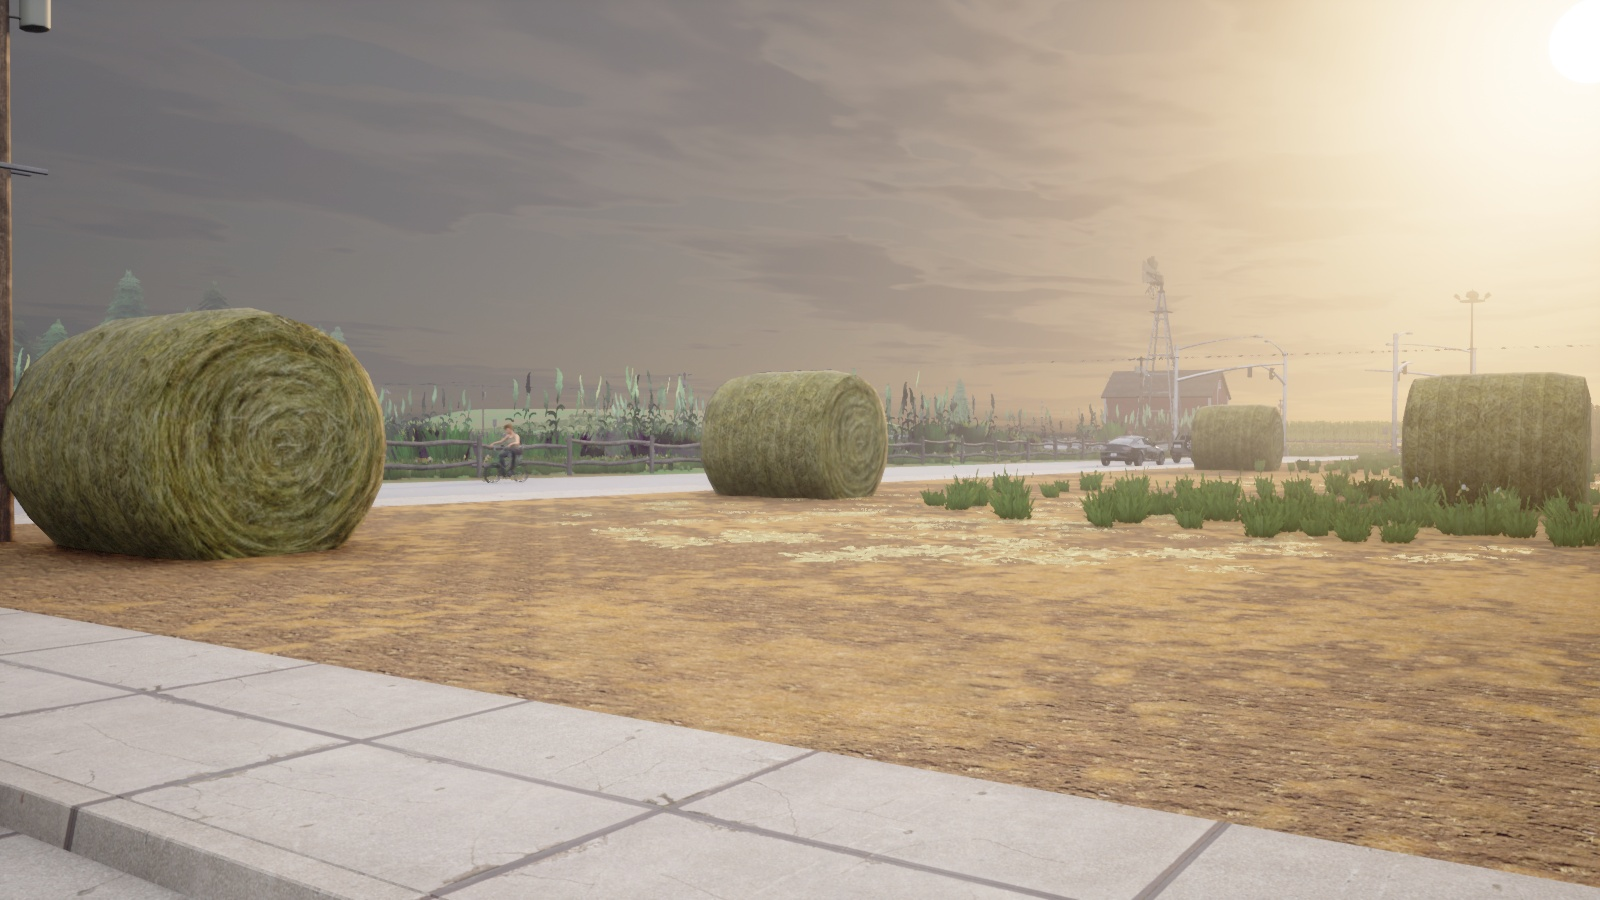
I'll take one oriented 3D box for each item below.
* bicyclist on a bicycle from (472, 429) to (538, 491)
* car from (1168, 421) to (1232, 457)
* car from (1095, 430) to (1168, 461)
[{"bbox_3d":[-7.915,0.244,33.731,0.866,1.612,1.509,0,1,37],"label":"bicyclist on a bicycle"},{"bbox_3d":[21.696,-0.612,68.016,1.932,1.855,4.605,0,1,36],"label":"car"},{"bbox_3d":[15.937,-0.244,60.201,1.812,1.442,4.674,0,1,36],"label":"car"}]
